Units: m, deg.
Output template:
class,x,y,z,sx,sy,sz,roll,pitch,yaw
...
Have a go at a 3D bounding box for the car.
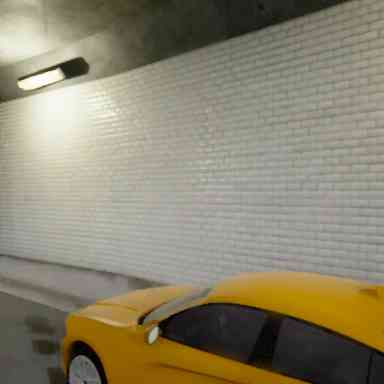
class,x,y,z,sx,sy,sz,roll,pitch,yaw
car,0.752,1.530,3.142,5.008,1.535,1.882,0,-1,37
